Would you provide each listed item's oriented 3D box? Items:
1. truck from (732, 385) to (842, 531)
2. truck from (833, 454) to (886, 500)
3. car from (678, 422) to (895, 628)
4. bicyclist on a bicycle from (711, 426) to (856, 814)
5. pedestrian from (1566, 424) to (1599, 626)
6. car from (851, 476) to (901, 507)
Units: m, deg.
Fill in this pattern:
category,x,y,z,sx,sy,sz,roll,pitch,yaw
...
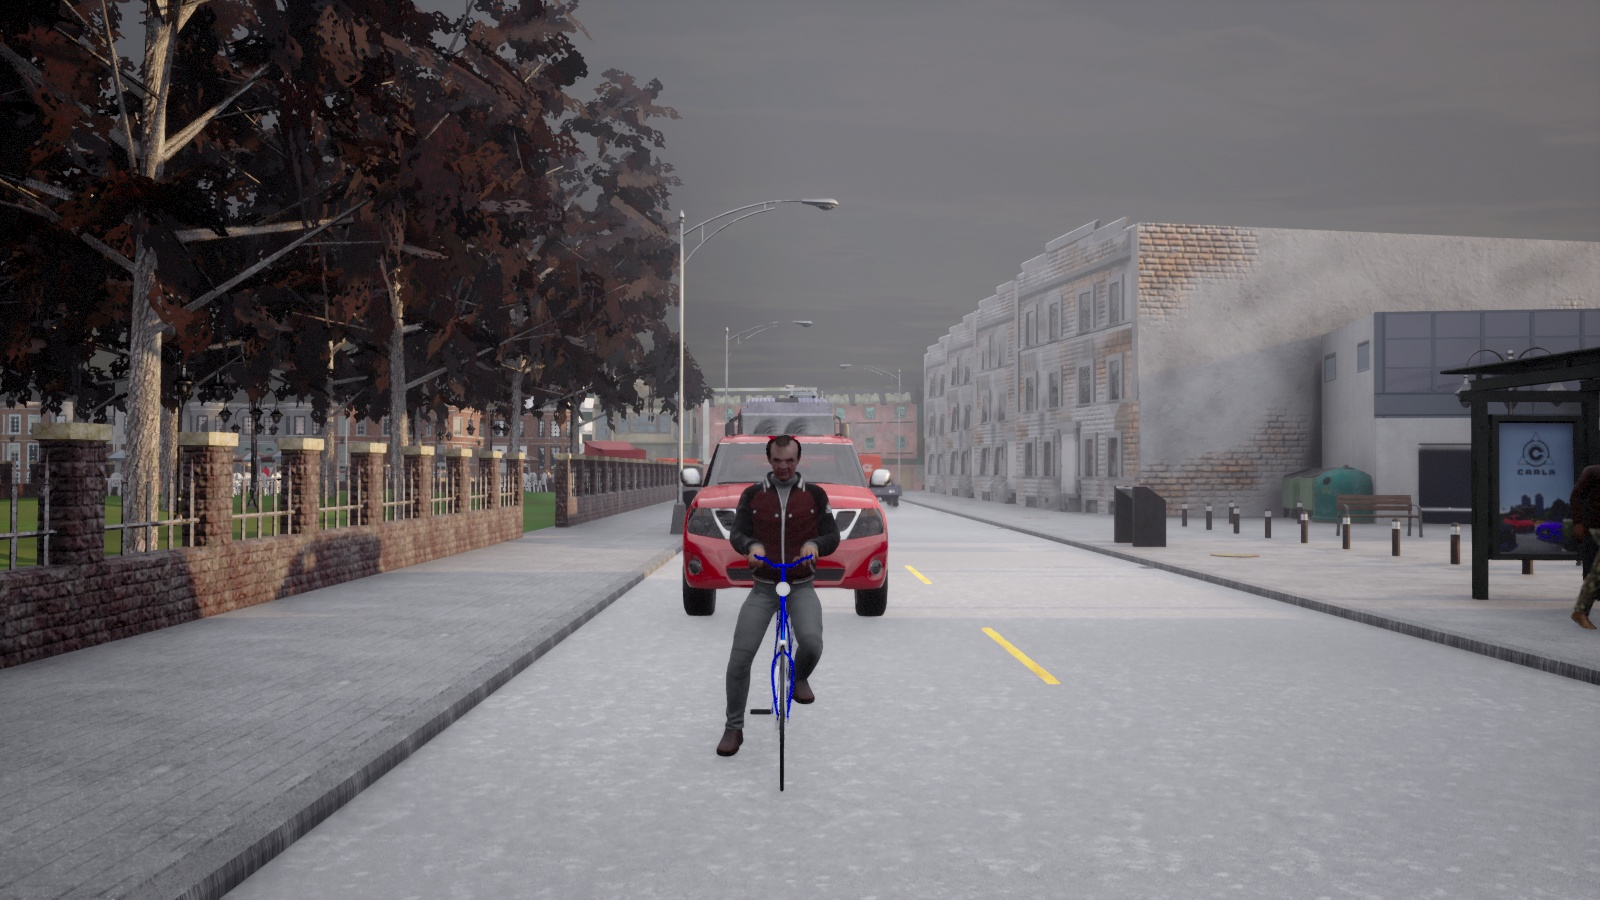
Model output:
category,x,y,z,sx,sy,sz,roll,pitch,yaw
truck,-0.389,0.278,37.431,2.891,3.827,8.468,0,-1,-1
truck,3.259,1.479,69.490,2.627,2.467,5.204,0,-1,-1
car,-0.171,0.791,15.308,2.150,2.045,5.566,0,-1,-1
bicyclist on a bicycle,-0.083,0.798,6.689,0.659,1.776,1.843,0,-1,-1
pedestrian,7.502,0.686,11.515,0.431,1.840,0.703,0,-1,-10
car,3.401,1.856,57.009,1.895,1.301,4.718,0,-1,-1
